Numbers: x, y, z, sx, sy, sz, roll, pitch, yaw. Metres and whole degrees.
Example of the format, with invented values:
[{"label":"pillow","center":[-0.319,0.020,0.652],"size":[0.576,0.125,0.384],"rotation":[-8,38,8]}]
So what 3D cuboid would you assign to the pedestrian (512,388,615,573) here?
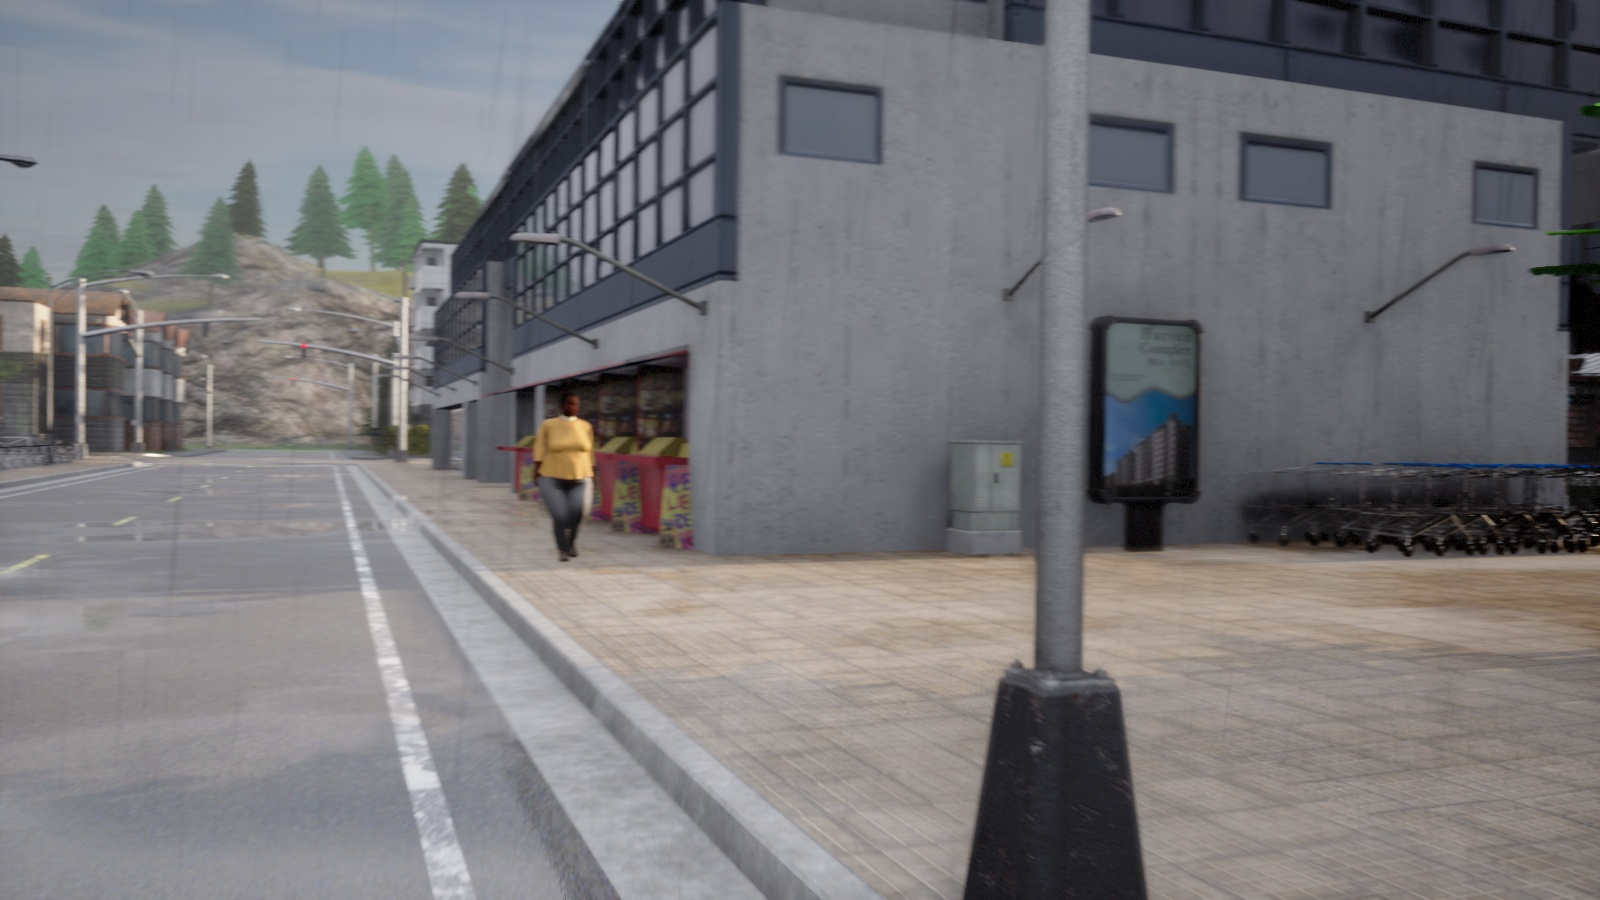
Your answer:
[{"label":"pedestrian","center":[-2.497,0.305,13.195],"size":[0.874,1.855,0.900],"rotation":[0,0,-24]}]
